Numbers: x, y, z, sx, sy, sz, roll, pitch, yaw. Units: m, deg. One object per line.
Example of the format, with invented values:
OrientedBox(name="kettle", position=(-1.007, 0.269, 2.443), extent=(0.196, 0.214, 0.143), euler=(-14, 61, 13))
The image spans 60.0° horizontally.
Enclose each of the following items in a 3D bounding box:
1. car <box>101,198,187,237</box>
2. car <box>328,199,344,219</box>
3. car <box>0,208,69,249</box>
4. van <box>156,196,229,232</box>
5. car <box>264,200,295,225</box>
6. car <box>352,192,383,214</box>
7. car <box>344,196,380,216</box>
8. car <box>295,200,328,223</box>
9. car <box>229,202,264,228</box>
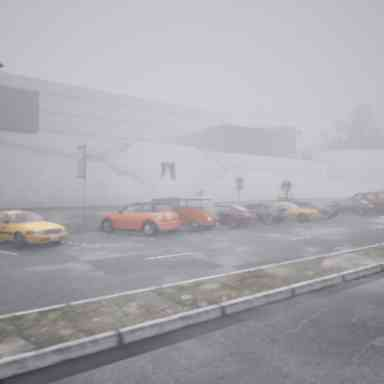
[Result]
OrientedBox(name="car", position=(-2.887, 1.362, 18.206), extent=(4.553, 1.767, 2.185), euler=(-1, 0, 35))
OrientedBox(name="car", position=(9.274, 1.430, 26.866), extent=(4.792, 1.488, 2.163), euler=(-1, -1, 35))
OrientedBox(name="car", position=(-7.616, 1.487, 14.659), extent=(5.366, 1.575, 1.946), euler=(-1, -1, 35))
OrientedBox(name="van", position=(-0.376, 1.254, 19.899), extent=(4.442, 1.987, 1.878), euler=(-1, -1, 35))
OrientedBox(name="car", position=(4.358, 1.482, 23.432), extent=(4.792, 1.488, 2.163), euler=(-1, 0, 35))
OrientedBox(name="car", position=(16.510, 1.044, 32.089), extent=(5.566, 2.045, 2.435), euler=(-1, 0, 35))
OrientedBox(name="car", position=(14.112, 1.373, 30.341), extent=(4.674, 1.452, 2.002), euler=(-1, 0, 35))
OrientedBox(name="car", position=(6.973, 1.422, 25.050), extent=(5.366, 1.575, 1.946), euler=(-1, -1, 35))
OrientedBox(name="car", position=(1.955, 1.507, 21.682), extent=(4.674, 1.452, 2.002), euler=(-1, 0, 35))
